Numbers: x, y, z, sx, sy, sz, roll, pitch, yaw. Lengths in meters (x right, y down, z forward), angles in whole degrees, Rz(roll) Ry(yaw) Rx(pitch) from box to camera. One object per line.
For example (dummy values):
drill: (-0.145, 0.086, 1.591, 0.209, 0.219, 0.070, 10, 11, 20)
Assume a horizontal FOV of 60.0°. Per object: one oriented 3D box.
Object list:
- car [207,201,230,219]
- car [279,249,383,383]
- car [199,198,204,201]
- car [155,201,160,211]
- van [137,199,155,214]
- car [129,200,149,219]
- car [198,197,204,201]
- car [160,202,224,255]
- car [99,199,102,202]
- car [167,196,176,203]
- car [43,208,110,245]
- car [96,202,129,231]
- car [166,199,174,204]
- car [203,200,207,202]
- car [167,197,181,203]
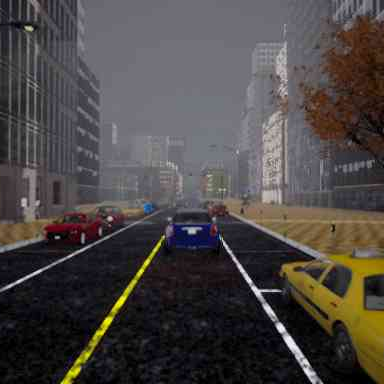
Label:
car: (2.688, 1.852, 32.917, 1.887, 1.381, 4.507, 0, -1, 0)
car: (2.693, 1.577, 5.392, 1.752, 1.417, 4.829, 0, -1, 0)
car: (2.684, 2.079, 55.073, 1.947, 1.339, 4.313, 0, -1, 0)
car: (-5.695, 2.027, 49.532, 1.947, 1.339, 4.313, 0, -1, 0)
van: (-5.692, 1.699, 38.456, 1.690, 1.788, 3.998, 0, -1, 0)
car: (-5.693, 1.831, 32.745, 1.752, 1.417, 4.829, 0, -1, 0)
car: (2.677, 2.394, 93.271, 1.752, 1.417, 4.829, 0, -1, 0)
car: (0.000, 1.482, 14.075, 2.097, 1.767, 4.553, 0, -1, 0)
car: (-22.827, 2.049, 76.470, 4.206, 1.307, 1.802, 1, -2, -1)
car: (-5.702, 2.182, 93.099, 2.192, 1.841, 5.009, 0, -1, 0)
car: (-5.690, 1.697, 16.298, 1.887, 1.381, 4.507, 0, -1, 0)
car: (-5.690, 1.644, 21.839, 1.967, 1.590, 4.097, 0, -1, 0)
car: (-5.703, 2.397, 87.546, 1.802, 1.307, 4.206, 0, -1, 0)
car: (2.687, 1.799, 38.457, 1.967, 1.590, 4.097, 0, -1, 0)
car: (-3.015, 2.056, 60.437, 2.128, 1.511, 4.902, 0, -1, 0)
